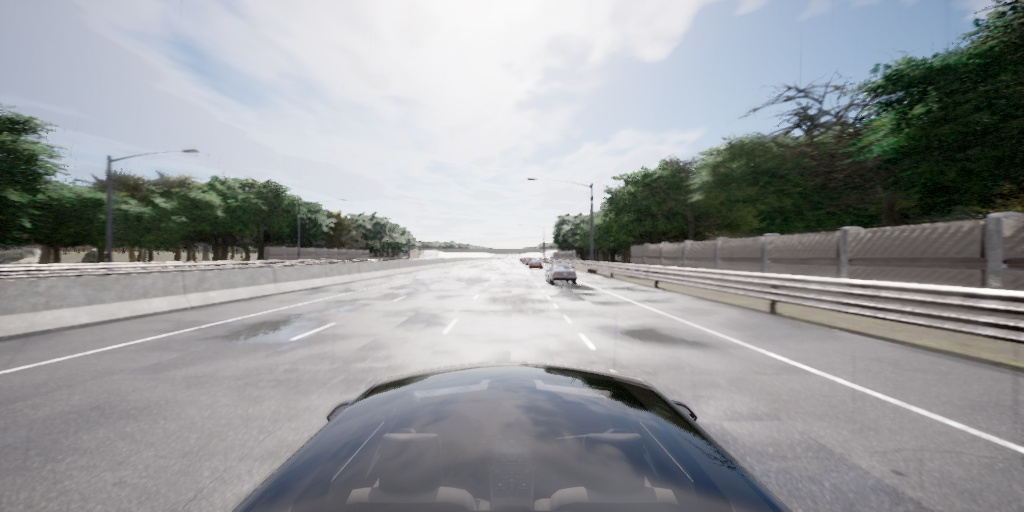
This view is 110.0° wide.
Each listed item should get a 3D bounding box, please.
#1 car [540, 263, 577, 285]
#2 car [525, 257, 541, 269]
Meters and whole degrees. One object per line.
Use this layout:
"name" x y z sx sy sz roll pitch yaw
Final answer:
"car" 3.512 1.269 26.265 2.033 1.411 5.357 0 0 0
"car" 3.528 1.227 54.704 1.994 1.385 4.181 0 0 0
